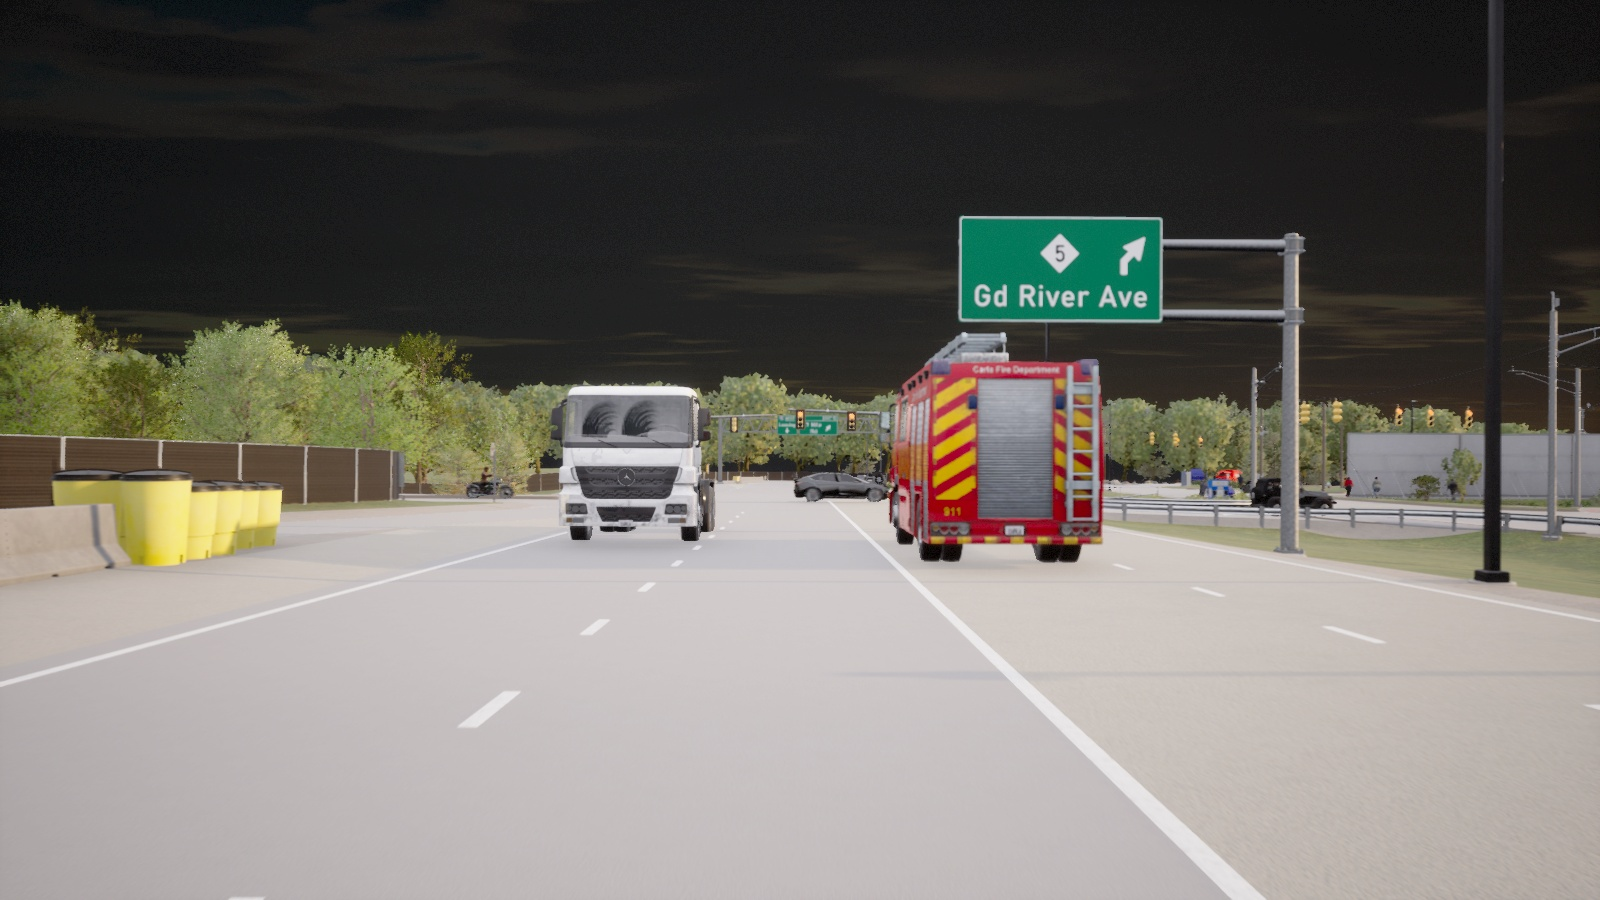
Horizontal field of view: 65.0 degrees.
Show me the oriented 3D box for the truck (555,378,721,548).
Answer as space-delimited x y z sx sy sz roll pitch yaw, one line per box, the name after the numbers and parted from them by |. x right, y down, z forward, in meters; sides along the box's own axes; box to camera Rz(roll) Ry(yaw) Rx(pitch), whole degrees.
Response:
-3.573 0.328 29.702 2.891 3.462 7.936 0 -1 0 | truck

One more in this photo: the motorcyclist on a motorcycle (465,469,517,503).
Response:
-15.119 1.753 61.546 2.350 1.649 0.766 0 -1 0 | motorcyclist on a motorcycle

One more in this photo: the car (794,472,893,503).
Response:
2.087 1.812 61.642 4.792 1.488 2.163 0 -1 0 | car

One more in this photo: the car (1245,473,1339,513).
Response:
24.133 2.083 61.716 3.866 1.878 1.905 0 -1 0 | car

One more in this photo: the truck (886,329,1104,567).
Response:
3.439 0.033 24.515 2.891 3.827 8.468 0 -1 0 | truck
